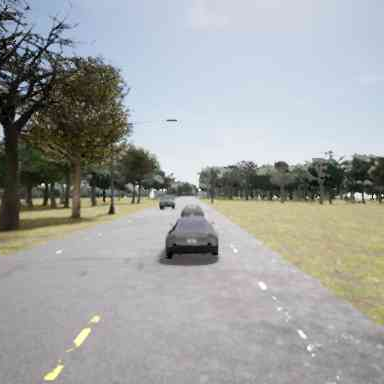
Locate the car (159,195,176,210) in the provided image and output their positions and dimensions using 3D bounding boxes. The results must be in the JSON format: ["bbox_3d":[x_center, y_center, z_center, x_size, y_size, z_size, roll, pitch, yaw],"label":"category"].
[{"bbox_3d":[-3.516,1.503,48.149,2.150,2.045,5.566,0,0,0],"label":"car"}]

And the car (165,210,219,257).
[{"bbox_3d":[0.011,1.667,13.437,1.994,1.385,4.181,-2,0,0],"label":"car"}]

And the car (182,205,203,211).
[{"bbox_3d":[0.042,1.765,28.481,1.994,1.385,4.181,0,0,1],"label":"car"}]
